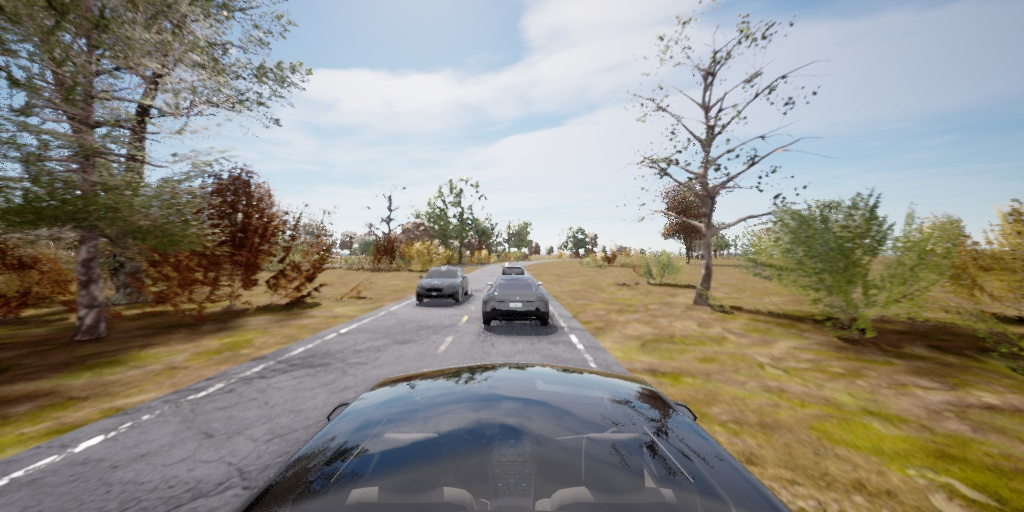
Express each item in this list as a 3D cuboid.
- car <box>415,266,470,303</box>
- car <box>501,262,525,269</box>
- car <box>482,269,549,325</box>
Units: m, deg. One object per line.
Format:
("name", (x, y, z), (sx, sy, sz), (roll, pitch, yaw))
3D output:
("car", (-3.093, 1.256, 16.705), (1.837, 1.490, 4.892), (0, 0, 0))
("car", (0.104, 1.241, 30.657), (2.128, 1.511, 4.902), (0, 0, 0))
("car", (0.103, 1.314, 11.852), (1.994, 1.385, 4.181), (0, 0, 0))
